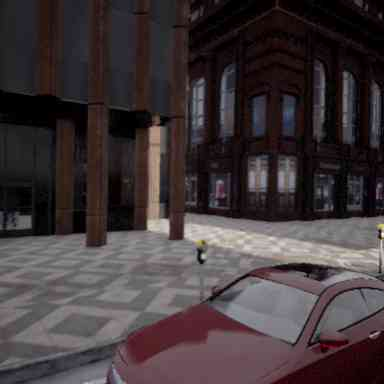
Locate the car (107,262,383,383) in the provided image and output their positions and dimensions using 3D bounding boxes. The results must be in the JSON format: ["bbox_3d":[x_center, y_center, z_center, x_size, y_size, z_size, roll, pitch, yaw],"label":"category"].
[{"bbox_3d":[1.172,1.556,3.821,4.206,1.307,1.802,1,1,-34],"label":"car"}]
